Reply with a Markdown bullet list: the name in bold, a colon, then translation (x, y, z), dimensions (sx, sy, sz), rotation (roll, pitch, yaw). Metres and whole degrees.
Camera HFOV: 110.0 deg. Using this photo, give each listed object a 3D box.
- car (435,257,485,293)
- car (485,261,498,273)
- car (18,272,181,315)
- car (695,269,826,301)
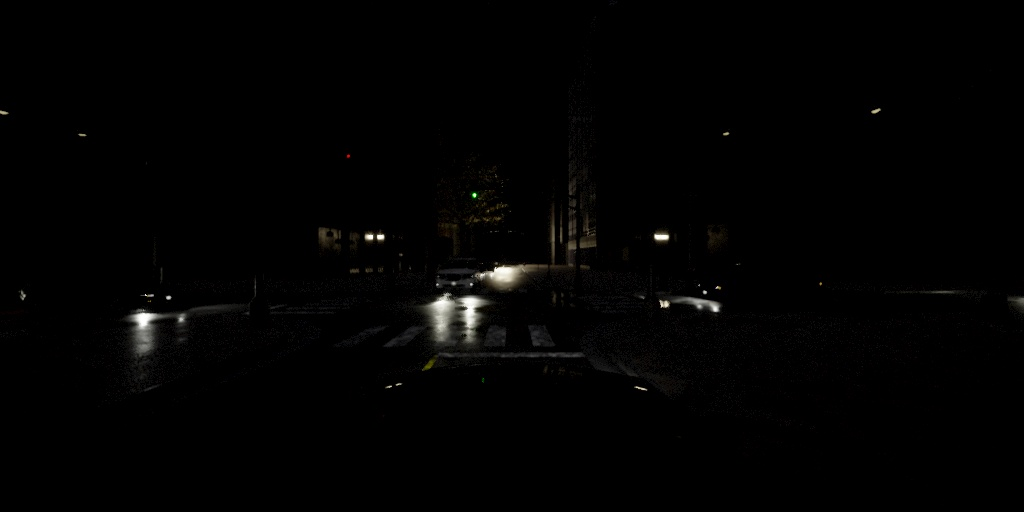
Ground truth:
- **car**: translation (-3.103, 1.091, 21.758), dimensions (2.150, 2.045, 5.566), rotation (0, 0, 0)
- **car**: translation (-3.234, 1.516, 46.927), dimensions (1.994, 1.385, 4.181), rotation (0, 0, 0)
- **car**: translation (-15.510, 1.349, 13.649), dimensions (4.892, 1.490, 1.837), rotation (0, 0, 0)
- **car**: translation (11.698, 1.312, 16.994), dimensions (5.357, 1.411, 2.033), rotation (0, 0, -4)
